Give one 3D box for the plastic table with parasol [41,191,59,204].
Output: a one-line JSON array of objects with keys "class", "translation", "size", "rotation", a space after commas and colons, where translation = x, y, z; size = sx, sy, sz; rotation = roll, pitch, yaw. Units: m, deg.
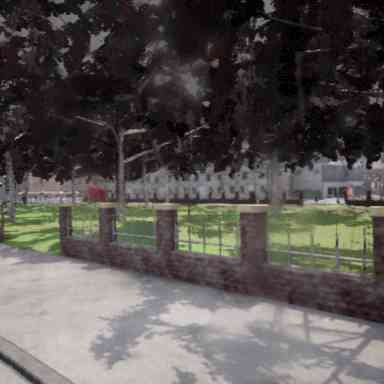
[{"class": "plastic table with parasol", "translation": [-27.564, 1.104, 64.693], "size": [2.482, 2.480, 2.482], "rotation": [1, 0, 0]}]
